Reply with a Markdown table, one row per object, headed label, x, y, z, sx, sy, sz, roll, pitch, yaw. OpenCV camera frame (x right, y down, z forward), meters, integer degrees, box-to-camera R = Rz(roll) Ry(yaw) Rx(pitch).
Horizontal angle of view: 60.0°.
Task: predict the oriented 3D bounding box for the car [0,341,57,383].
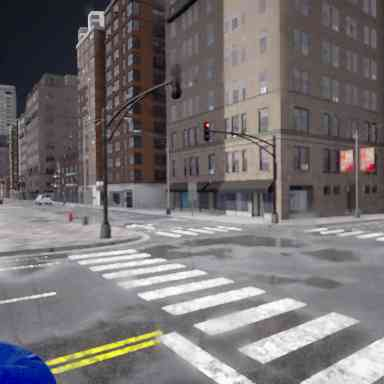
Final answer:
| label | x | y | z | sx | sy | sz | roll | pitch | yaw |
| --- | --- | --- | --- | --- | --- | --- | --- | --- | --- |
| car | -3.124 | 1.469 | 1.222 | 5.008 | 1.535 | 1.882 | 0 | 0 | -35 |

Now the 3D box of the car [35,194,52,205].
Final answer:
| label | x | y | z | sx | sy | sz | roll | pitch | yaw |
| --- | --- | --- | --- | --- | --- | --- | --- | --- | --- |
| car | -28.449 | 1.481 | 63.744 | 2.150 | 2.045 | 5.566 | -1 | 0 | -35 |
